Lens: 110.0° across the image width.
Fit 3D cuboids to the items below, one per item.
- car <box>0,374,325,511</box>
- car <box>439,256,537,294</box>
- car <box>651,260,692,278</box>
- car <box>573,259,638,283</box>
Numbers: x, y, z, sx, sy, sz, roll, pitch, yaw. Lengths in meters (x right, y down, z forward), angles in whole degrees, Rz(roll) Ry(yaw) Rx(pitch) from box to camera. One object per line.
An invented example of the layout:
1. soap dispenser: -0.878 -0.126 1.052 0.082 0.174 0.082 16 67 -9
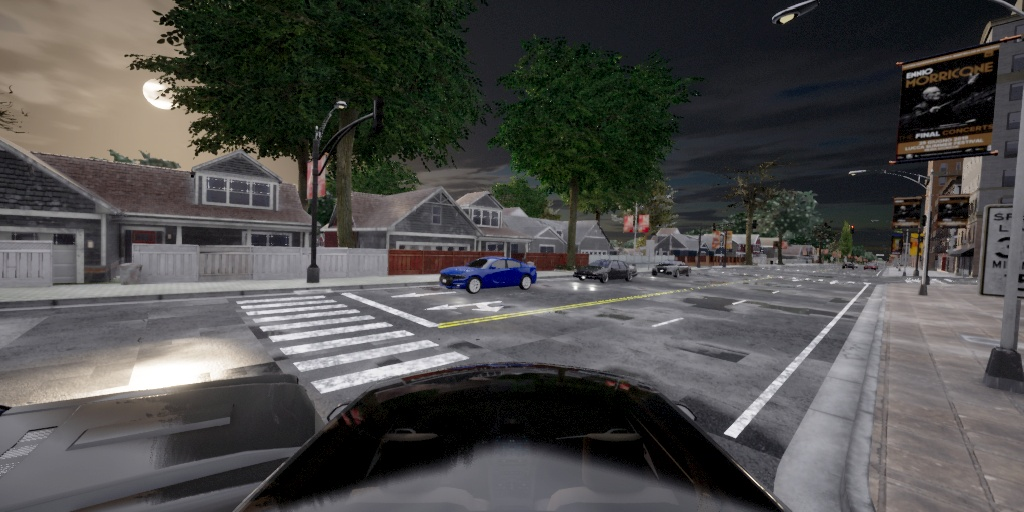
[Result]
1. car: -3.317 1.273 1.403 4.718 1.301 1.895 1 2 -33
2. car: -0.980 0.776 16.567 5.008 1.535 1.882 1 3 -43
3. car: 13.509 1.024 30.276 4.181 1.385 1.994 1 2 -44
4. car: 6.249 0.924 23.421 5.357 1.411 2.033 1 2 -43
